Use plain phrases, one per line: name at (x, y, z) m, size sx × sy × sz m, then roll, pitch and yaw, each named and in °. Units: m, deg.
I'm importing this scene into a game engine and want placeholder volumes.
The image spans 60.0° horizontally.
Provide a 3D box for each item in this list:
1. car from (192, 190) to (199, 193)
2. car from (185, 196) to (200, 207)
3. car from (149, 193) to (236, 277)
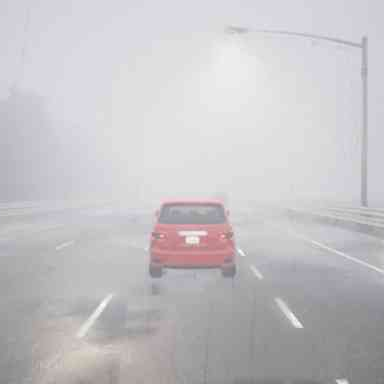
car at (0.450, 0.885, 82.252) m, size 1.812 × 1.442 × 4.674 m, roll 0°, pitch 1°, yaw 1°
car at (0.101, 1.317, 45.824) m, size 1.895 × 1.301 × 4.718 m, roll 0°, pitch 0°, yaw 0°
car at (0.017, 1.166, 10.202) m, size 2.150 × 2.045 × 5.566 m, roll 0°, pitch 0°, yaw 0°
